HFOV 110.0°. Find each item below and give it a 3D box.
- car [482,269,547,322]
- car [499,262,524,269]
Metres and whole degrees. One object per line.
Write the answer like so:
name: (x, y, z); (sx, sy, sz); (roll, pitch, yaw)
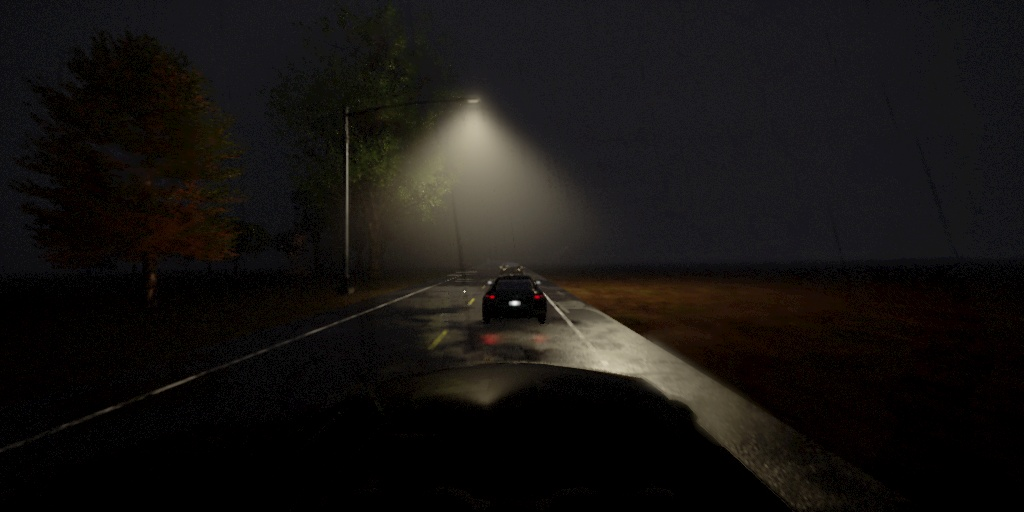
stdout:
car: (0.075, 1.331, 12.317); (1.994, 1.385, 4.181); (0, 0, 0)
car: (-0.052, 1.289, 30.527); (2.128, 1.511, 4.902); (0, 0, -1)
